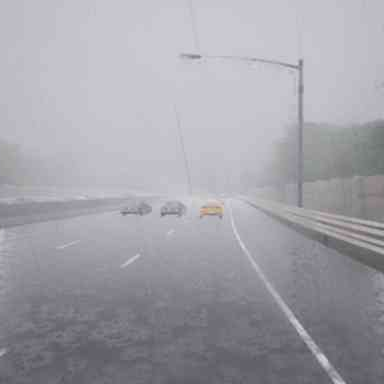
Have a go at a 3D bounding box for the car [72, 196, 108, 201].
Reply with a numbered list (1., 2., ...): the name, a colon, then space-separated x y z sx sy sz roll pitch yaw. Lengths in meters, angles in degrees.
1. car: -14.132 1.445 46.430 2.033 1.411 5.357 0 0 7

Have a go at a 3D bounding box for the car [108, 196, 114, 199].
1. car: -15.891 1.416 62.649 2.033 1.411 5.357 0 0 6

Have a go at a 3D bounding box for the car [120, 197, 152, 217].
1. car: -5.130 1.508 31.152 2.033 1.411 5.357 0 0 6

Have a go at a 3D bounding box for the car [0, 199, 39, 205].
1. car: -15.831 1.387 30.573 2.128 1.511 4.902 0 0 6

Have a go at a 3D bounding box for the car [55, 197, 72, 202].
1. car: -17.614 1.440 46.823 1.994 1.385 4.181 0 0 6

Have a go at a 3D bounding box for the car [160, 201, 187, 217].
1. car: -1.648 1.529 30.784 2.033 1.411 5.357 0 0 6

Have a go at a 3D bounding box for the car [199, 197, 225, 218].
1. car: 1.834 1.481 30.423 1.882 1.535 5.008 0 0 6

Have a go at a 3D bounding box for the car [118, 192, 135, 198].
1. car: -12.353 1.114 62.838 2.150 2.045 5.566 0 1 6
